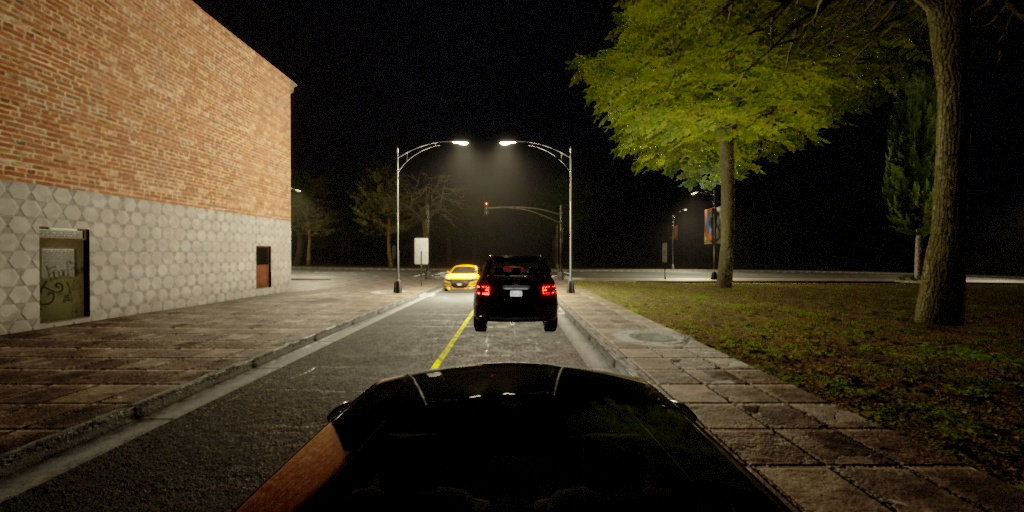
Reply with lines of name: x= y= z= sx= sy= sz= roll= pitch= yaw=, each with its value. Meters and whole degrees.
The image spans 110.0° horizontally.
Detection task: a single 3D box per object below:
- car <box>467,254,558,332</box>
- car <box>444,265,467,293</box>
car: x=0.086 y=0.980 z=11.050 sx=2.150 sy=2.045 sz=5.566 roll=0 pitch=0 yaw=0
car: x=-2.790 y=1.265 z=21.545 sx=1.882 sy=1.535 sz=5.008 roll=0 pitch=0 yaw=0
